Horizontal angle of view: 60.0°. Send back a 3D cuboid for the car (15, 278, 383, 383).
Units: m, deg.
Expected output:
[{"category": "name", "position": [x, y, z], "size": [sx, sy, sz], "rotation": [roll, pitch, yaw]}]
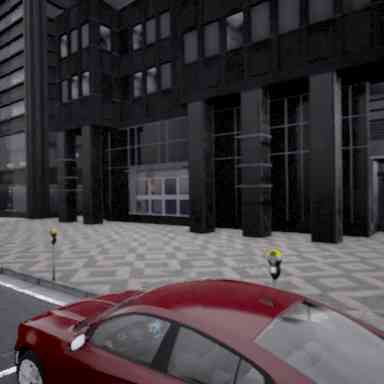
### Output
[{"category": "car", "position": [0.024, 1.536, 3.110], "size": [4.507, 1.381, 1.887], "rotation": [-1, 0, 38]}]
